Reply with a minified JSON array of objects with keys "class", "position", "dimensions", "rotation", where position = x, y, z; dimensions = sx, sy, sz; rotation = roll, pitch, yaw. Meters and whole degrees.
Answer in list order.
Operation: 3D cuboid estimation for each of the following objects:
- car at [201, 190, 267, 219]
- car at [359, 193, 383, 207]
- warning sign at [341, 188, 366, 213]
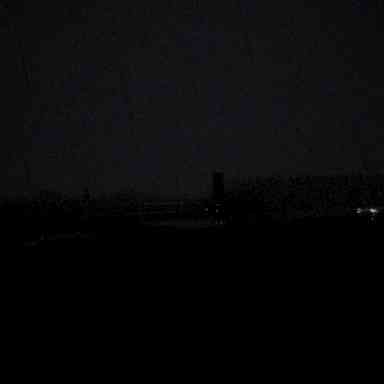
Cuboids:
[{"class":"car","position":[3.356,0.887,25.758],"dimensions":[5.566,2.045,2.150],"rotation":[-1,0,-33]},{"class":"car","position":[20.640,0.902,37.161],"dimensions":[4.892,1.490,1.837],"rotation":[0,0,-33]},{"class":"warning sign","position":[12.254,0.631,25.303],"dimensions":[1.060,1.860,1.300],"rotation":[0,-1,-33]}]
